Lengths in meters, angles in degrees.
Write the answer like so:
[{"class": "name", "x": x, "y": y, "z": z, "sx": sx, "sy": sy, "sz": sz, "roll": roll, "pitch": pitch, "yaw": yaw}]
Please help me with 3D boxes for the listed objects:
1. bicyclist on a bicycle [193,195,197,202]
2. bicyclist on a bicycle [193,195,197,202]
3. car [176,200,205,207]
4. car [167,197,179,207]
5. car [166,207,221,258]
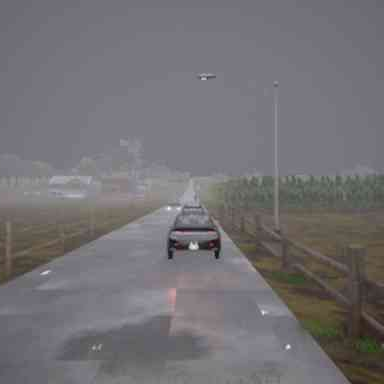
[{"class": "bicyclist on a bicycle", "x": 0.754, "y": 1.509, "z": 69.774, "sx": 0.659, "sy": 1.776, "sz": 1.843, "roll": 0, "pitch": 0, "yaw": 0}, {"class": "bicyclist on a bicycle", "x": 0.750, "y": 1.558, "z": 78.777, "sx": 0.866, "sy": 1.612, "sz": 1.509, "roll": 0, "pitch": 0, "yaw": 0}, {"class": "car", "x": 0.072, "y": 1.579, "z": 28.120, "sx": 2.128, "sy": 1.511, "sz": 4.902, "roll": 0, "pitch": 0, "yaw": 0}, {"class": "car", "x": -2.815, "y": 1.650, "z": 52.817, "sx": 1.837, "sy": 1.490, "sz": 4.892, "roll": 0, "pitch": 0, "yaw": 0}, {"class": "car", "x": 0.071, "y": 1.534, "z": 12.916, "sx": 2.128, "sy": 1.511, "sz": 4.902, "roll": 0, "pitch": 0, "yaw": 0}]
